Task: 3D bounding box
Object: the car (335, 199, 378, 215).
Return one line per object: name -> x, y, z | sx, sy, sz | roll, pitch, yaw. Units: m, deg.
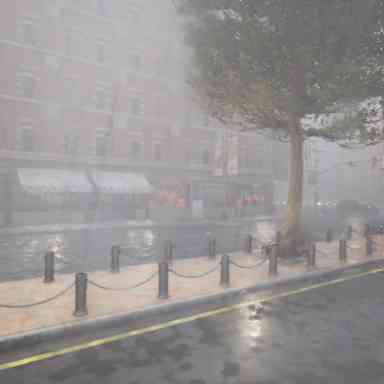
car -> 20.032, 1.731, 40.552 | 2.097, 1.767, 4.553 | 1, 0, -36
